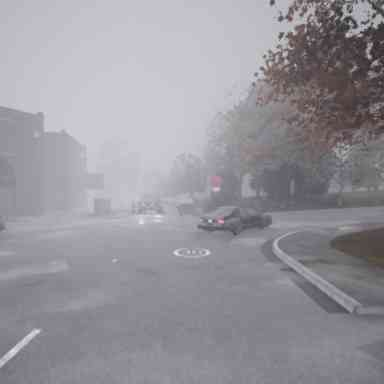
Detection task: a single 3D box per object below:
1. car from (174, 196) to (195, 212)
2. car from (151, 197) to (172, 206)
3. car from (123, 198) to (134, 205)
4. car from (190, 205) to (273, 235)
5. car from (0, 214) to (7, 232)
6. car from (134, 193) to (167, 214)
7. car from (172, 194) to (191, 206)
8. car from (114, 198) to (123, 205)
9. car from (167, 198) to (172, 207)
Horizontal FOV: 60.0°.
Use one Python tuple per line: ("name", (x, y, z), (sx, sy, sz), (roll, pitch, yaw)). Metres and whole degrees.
("car", (-0.658, 1.500, 39.193), (2.097, 1.535, 5.008), (0, -1, -1))
("car", (-5.683, 1.769, 61.638), (2.097, 1.535, 5.008), (-1, -1, -27))
("car", (-11.955, 1.958, 70.964), (2.097, 1.535, 5.008), (-1, 0, -41))
("car", (2.540, 1.476, 18.604), (2.033, 1.411, 5.357), (0, 1, 40))
("car", (-11.415, 1.455, 15.452), (4.892, 1.521, 2.231), (-1, 0, -20))
("car", (-4.248, 1.168, 34.836), (2.150, 2.045, 5.566), (0, -1, 1))
("car", (-1.020, 1.306, 45.179), (2.435, 2.045, 5.566), (0, -1, -7))
("car", (-15.783, 2.135, 75.399), (4.892, 1.521, 2.231), (-4, -2, 42))
("car", (-3.476, 1.701, 56.340), (2.231, 1.521, 4.892), (0, 0, -18))
